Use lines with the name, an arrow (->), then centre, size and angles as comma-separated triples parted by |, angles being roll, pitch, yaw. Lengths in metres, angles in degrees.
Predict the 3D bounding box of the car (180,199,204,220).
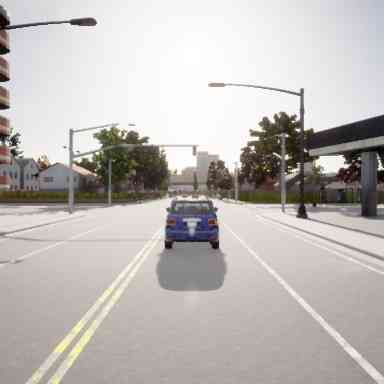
car -> 0.000, 1.483, 29.650 | 1.882, 1.535, 5.008 | 0, 0, 0

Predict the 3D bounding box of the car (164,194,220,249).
car -> 0.000, 1.256, 14.680 | 2.150, 2.045, 5.566 | 0, 0, 0
